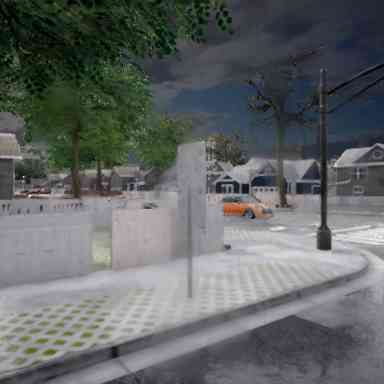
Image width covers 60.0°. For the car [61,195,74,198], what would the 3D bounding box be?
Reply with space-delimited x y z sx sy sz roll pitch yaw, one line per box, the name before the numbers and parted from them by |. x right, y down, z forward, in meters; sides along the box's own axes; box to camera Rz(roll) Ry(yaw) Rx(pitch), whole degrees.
car | -17.908 1.074 48.092 1.895 1.301 4.718 0 1 -37

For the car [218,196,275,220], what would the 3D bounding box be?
car | 3.916 1.087 24.820 2.097 1.767 4.553 0 0 -37

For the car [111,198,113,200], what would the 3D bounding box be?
car | -8.179 1.095 40.609 1.882 1.535 5.008 0 1 -37

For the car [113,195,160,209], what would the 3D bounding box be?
car | -5.031 1.272 31.142 2.033 1.411 5.357 0 1 -37
